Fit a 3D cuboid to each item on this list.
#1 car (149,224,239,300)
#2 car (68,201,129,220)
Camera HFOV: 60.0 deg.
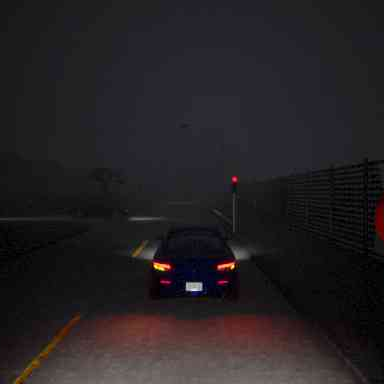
[{"bbox_3d":[0.058,1.526,8.244,1.812,1.442,4.674,0,0,1],"label":"car"},{"bbox_3d":[-7.713,1.507,27.636,4.892,1.490,1.837,-1,1,-9],"label":"car"}]
